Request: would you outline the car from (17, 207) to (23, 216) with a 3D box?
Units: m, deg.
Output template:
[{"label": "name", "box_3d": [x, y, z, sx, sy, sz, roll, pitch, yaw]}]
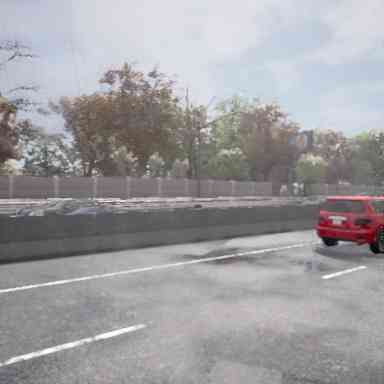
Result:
[{"label": "car", "box_3d": [-9.236, 1.356, 23.319, 4.892, 1.490, 1.837, 0, 0, -36]}]

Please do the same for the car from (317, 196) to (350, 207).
[{"label": "car", "box_3d": [21.362, 1.400, 50.050, 5.357, 1.411, 2.033, 0, 0, -36]}]

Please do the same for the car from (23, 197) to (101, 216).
[{"label": "car", "box_3d": [-7.465, 1.224, 20.276, 4.553, 1.767, 2.097, 0, 0, -36]}]

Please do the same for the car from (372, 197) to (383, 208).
[{"label": "car", "box_3d": [26.598, 1.422, 45.209, 4.674, 1.442, 1.812, 0, 0, -36]}]

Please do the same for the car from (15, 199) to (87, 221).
[{"label": "car", "box_3d": [-11.088, 1.321, 26.302, 4.902, 1.511, 2.128, 0, 0, -36]}]

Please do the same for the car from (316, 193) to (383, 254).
[{"label": "car", "box_3d": [7.381, 1.183, 13.553, 5.566, 2.045, 2.150, 0, 0, -36]}]

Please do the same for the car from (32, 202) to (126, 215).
[{"label": "car", "box_3d": [-5.207, 1.441, 17.596, 5.357, 1.411, 2.033, 0, 0, -36]}]
